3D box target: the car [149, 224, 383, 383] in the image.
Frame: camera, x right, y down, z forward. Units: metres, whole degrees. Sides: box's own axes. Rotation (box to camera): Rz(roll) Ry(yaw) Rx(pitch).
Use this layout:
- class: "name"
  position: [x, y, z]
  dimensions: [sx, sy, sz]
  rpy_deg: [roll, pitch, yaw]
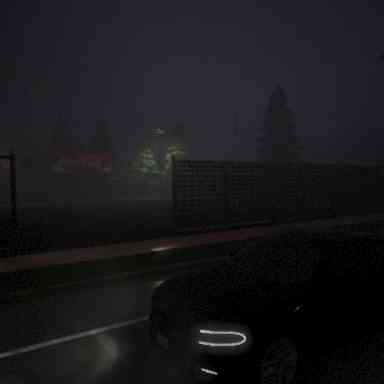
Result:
- class: "car"
  position: [1.759, 1.334, 5.101]
  dimensions: [5.008, 1.535, 1.882]
  rpy_deg: [-2, 1, -33]
